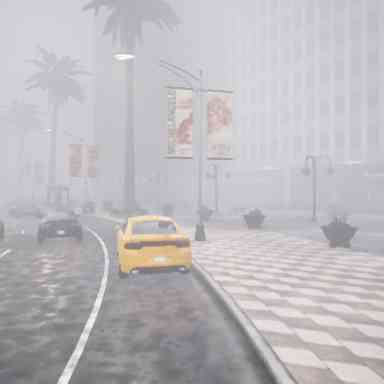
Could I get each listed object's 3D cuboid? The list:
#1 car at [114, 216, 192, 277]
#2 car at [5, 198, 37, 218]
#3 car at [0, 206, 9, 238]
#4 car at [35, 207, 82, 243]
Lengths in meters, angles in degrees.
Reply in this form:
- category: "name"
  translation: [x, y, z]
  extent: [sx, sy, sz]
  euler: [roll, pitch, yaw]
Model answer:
- category: "car"
  translation: [-1.364, 1.477, 10.428]
  extent: [1.882, 1.535, 5.008]
  euler: [0, 0, -14]
- category: "car"
  translation: [-15.174, 1.553, 30.007]
  extent: [1.994, 1.385, 4.181]
  euler: [0, 0, -38]
- category: "car"
  translation: [-9.639, 1.557, 14.796]
  extent: [1.994, 1.385, 4.181]
  euler: [0, 0, -23]
- category: "car"
  translation: [-6.434, 1.522, 16.193]
  extent: [1.812, 1.442, 4.674]
  euler: [0, 0, -23]
